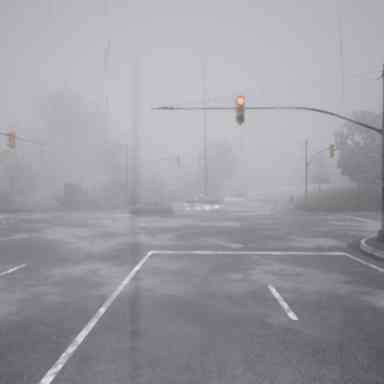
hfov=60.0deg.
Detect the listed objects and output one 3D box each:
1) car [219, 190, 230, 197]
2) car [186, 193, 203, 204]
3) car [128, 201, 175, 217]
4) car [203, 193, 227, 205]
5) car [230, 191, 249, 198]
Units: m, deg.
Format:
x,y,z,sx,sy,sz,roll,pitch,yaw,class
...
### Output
x,y,z,sx,sy,sz,roll,pitch,yaw,class
6.737,0.336,68.046,1.837,1.490,4.892,0,4,25,car
0.666,0.941,53.726,2.097,1.767,4.553,0,2,20,car
-3.627,1.477,30.229,4.181,1.385,1.994,0,0,3,car
3.633,1.224,51.698,1.895,1.301,4.718,0,2,19,car
9.764,0.453,66.310,1.895,1.301,4.718,0,4,26,car
